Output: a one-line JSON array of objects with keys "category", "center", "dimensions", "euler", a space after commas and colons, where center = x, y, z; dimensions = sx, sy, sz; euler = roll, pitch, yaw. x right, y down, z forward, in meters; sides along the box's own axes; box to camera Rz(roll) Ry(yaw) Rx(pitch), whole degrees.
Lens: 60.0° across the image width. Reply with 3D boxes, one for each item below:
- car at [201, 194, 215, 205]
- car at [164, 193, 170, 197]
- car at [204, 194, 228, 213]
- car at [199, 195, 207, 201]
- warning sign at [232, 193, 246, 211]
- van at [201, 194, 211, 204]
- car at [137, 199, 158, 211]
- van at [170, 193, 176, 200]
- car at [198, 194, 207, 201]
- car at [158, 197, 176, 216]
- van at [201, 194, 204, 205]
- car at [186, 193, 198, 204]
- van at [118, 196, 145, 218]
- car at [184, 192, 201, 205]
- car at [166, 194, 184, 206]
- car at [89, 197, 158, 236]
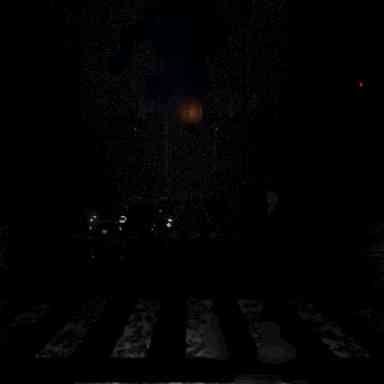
[{"category": "car", "center": [2.690, 1.255, 57.183], "dimensions": [2.192, 1.841, 5.009], "euler": [0, 0, 0]}, {"category": "car", "center": [-5.393, 1.460, 62.420], "dimensions": [1.752, 1.417, 4.829], "euler": [0, 0, 0]}, {"category": "car", "center": [2.707, 1.279, 35.558], "dimensions": [2.192, 1.841, 5.009], "euler": [0, 0, 0]}, {"category": "car", "center": [2.673, 1.441, 78.978], "dimensions": [1.752, 1.417, 4.829], "euler": [0, 0, 0]}, {"category": "warning sign", "center": [4.946, 1.080, 35.101], "dimensions": [1.300, 1.860, 1.060], "euler": [0, 0, 0]}, {"category": "van", "center": [2.686, 1.275, 62.589], "dimensions": [1.690, 1.788, 3.998], "euler": [0, 0, 0]}, {"category": "car", "center": [-5.402, 1.524, 40.964], "dimensions": [1.947, 1.339, 4.313], "euler": [0, 0, 0]}, {"category": "van", "center": [-5.381, 1.239, 95.026], "dimensions": [1.690, 1.788, 3.998], "euler": [0, 0, 0]}, {"category": "car", "center": [2.669, 1.350, 84.214], "dimensions": [1.967, 1.590, 4.097], "euler": [0, 0, 0]}, {"category": "car", "center": [-2.848, 1.473, 32.185], "dimensions": [1.837, 1.490, 4.892], "euler": [0, 0, 0]}, {"category": "van", "center": [2.694, 1.287, 51.776], "dimensions": [1.690, 1.788, 3.998], "euler": [0, 0, 0]}, {"category": "car", "center": [0.007, 1.153, 65.391], "dimensions": [2.150, 2.045, 5.566], "euler": [0, 0, 0]}, {"category": "van", "center": [-5.406, 1.310, 30.151], "dimensions": [1.690, 1.788, 3.998], "euler": [0, 0, 0]}, {"category": "car", "center": [0.058, 1.294, 55.465], "dimensions": [2.097, 1.767, 4.553], "euler": [0, 0, 0]}, {"category": "car", "center": [-2.794, 1.450, 54.245], "dimensions": [1.837, 1.490, 4.892], "euler": [0, 0, 1]}, {"category": "car", "center": [-3.736, 1.334, 18.272], "dimensions": [2.097, 1.767, 4.553], "euler": [0, 0, 13]}]
